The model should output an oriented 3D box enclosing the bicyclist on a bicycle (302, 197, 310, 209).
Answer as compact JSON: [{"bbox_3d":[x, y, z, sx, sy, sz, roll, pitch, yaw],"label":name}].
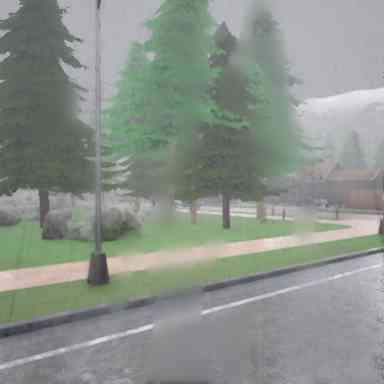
[{"bbox_3d":[13.493,1.179,39.377,1.656,1.620,0.582,0,0,-37],"label":"bicyclist on a bicycle"}]

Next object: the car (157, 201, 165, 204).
[{"bbox_3d":[-4.845,1.402,56.955,2.128,1.511,4.902,0,0,-41],"label":"car"}]

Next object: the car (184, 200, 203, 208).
[{"bbox_3d":[-0.767,1.140,45.952,2.150,2.045,5.566,0,0,-37],"label":"car"}]

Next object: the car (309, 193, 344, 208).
[{"bbox_3d":[17.654,1.058,42.918,4.605,1.855,1.932,0,0,-37],"label":"car"}]

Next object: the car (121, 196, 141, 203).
[{"bbox_3d":[-11.863,1.440,64.424,4.674,1.442,1.812,0,0,41],"label":"car"}]

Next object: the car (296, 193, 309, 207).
[{"bbox_3d":[15.835,1.061,44.696,3.866,1.878,1.905,0,0,-37],"label":"car"}]
